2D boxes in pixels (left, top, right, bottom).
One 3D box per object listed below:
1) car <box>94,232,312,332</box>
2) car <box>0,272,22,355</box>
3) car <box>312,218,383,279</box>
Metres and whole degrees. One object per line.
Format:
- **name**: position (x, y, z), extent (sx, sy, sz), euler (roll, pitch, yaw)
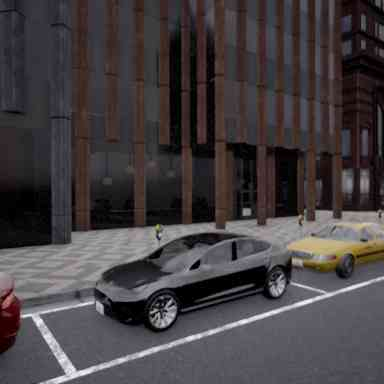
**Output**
- **car**: position (0.237, 1.555, 6.810), extent (4.313, 1.339, 1.947), euler (0, 0, -35)
- **car**: position (-4.358, 1.549, 3.547), extent (4.507, 1.381, 1.887), euler (0, 0, -35)
- **car**: position (4.694, 1.500, 9.975), extent (4.829, 1.417, 1.752), euler (0, 0, -35)
